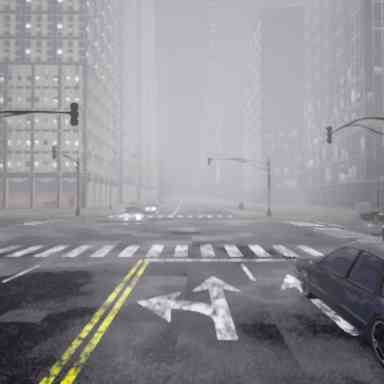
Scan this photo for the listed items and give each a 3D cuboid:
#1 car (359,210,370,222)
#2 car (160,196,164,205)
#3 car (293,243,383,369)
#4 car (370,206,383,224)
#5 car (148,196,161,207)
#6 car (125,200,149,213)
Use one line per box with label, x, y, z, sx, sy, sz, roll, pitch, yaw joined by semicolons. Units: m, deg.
car;16.905;1.821;28.305;5.008;1.535;1.882;0;-1;2
car;-7.636;1.826;76.420;2.150;2.045;5.566;0;0;-1
car;3.350;1.598;5.619;2.033;1.411;5.357;0;-1;0
car;16.608;1.745;25.062;5.008;1.535;1.882;0;-1;2
car;-7.390;2.001;61.507;2.128;1.511;4.902;0;-1;-1
car;-7.139;1.957;42.411;1.895;1.301;4.718;0;0;2
